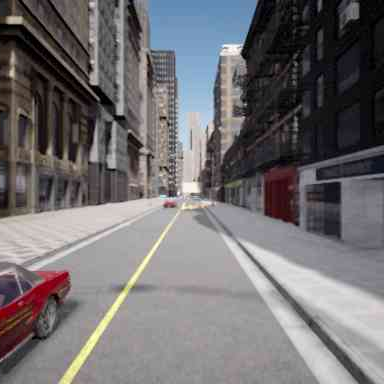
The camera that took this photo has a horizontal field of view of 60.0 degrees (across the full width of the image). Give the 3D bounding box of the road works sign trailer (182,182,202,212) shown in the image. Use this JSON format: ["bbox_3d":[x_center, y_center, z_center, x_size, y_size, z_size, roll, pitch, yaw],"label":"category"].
[{"bbox_3d":[0.010,0.500,39.593,2.380,3.560,2.880,0,0,0],"label":"road works sign trailer"}]

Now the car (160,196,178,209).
[{"bbox_3d":[-3.062,1.650,47.238,1.895,1.301,4.718,0,0,0],"label":"car"}]

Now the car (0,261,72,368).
[{"bbox_3d":[-3.101,1.601,3.774,1.895,1.301,4.718,0,0,0],"label":"car"}]
